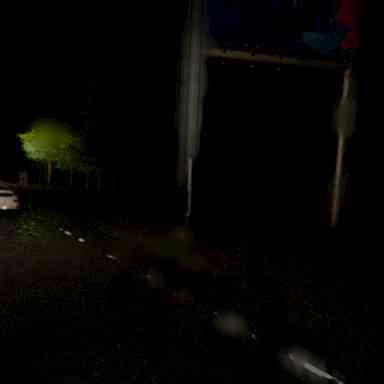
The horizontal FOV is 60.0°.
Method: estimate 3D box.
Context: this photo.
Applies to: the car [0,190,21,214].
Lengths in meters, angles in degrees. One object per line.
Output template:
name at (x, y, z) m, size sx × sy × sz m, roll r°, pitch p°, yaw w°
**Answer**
car at (-12.126, 0.581, 21.203) m, size 1.812 × 1.442 × 4.674 m, roll 2°, pitch 1°, yaw -34°
